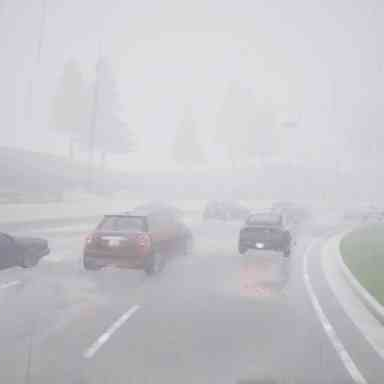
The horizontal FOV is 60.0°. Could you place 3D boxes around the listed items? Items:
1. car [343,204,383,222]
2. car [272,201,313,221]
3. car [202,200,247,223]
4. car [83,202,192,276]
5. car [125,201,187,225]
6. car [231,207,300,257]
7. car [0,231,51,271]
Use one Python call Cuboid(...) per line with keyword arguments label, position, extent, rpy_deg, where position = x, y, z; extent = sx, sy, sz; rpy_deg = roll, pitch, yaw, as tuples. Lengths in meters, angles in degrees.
Cuboid(label="car", position=(14.857, 1.741, 28.818), extent=(4.674, 1.442, 1.812), rpy_deg=(1, 0, -39))
Cuboid(label="car", position=(8.150, 1.497, 27.329), extent=(2.097, 1.767, 4.553), rpy_deg=(1, 0, 42))
Cuboid(label="car", position=(2.787, 1.441, 26.392), extent=(2.097, 1.767, 4.553), rpy_deg=(1, 0, 36))
Cuboid(label="car", position=(-1.466, 1.362, 10.688), extent=(2.097, 1.767, 4.553), rpy_deg=(1, 0, 15))
Cuboid(label="car", position=(-2.582, 1.524, 25.342), extent=(2.128, 1.511, 4.902), rpy_deg=(0, 0, 32))
Cuboid(label="car", position=(3.180, 1.568, 13.519), extent=(1.837, 1.490, 4.892), rpy_deg=(0, 0, 21))
Cuboid(label="car", position=(-5.856, 1.508, 8.208), extent=(2.033, 1.411, 5.357), rpy_deg=(1, 0, 12))
